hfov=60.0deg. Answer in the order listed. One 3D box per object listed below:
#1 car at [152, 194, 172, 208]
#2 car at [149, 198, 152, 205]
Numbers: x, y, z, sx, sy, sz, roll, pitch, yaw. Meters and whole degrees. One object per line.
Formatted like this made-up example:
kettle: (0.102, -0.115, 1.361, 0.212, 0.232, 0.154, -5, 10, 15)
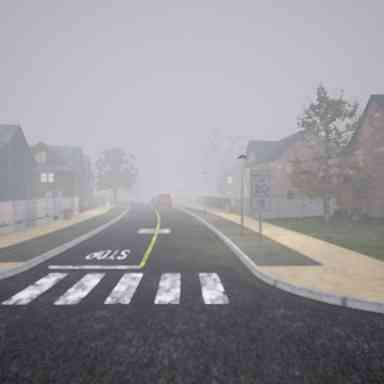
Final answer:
car: (-4.091, 1.231, 47.148, 2.150, 2.045, 5.566, 0, 0, -10)
car: (-6.207, 1.545, 57.491, 1.882, 1.535, 5.008, 0, 0, -14)
